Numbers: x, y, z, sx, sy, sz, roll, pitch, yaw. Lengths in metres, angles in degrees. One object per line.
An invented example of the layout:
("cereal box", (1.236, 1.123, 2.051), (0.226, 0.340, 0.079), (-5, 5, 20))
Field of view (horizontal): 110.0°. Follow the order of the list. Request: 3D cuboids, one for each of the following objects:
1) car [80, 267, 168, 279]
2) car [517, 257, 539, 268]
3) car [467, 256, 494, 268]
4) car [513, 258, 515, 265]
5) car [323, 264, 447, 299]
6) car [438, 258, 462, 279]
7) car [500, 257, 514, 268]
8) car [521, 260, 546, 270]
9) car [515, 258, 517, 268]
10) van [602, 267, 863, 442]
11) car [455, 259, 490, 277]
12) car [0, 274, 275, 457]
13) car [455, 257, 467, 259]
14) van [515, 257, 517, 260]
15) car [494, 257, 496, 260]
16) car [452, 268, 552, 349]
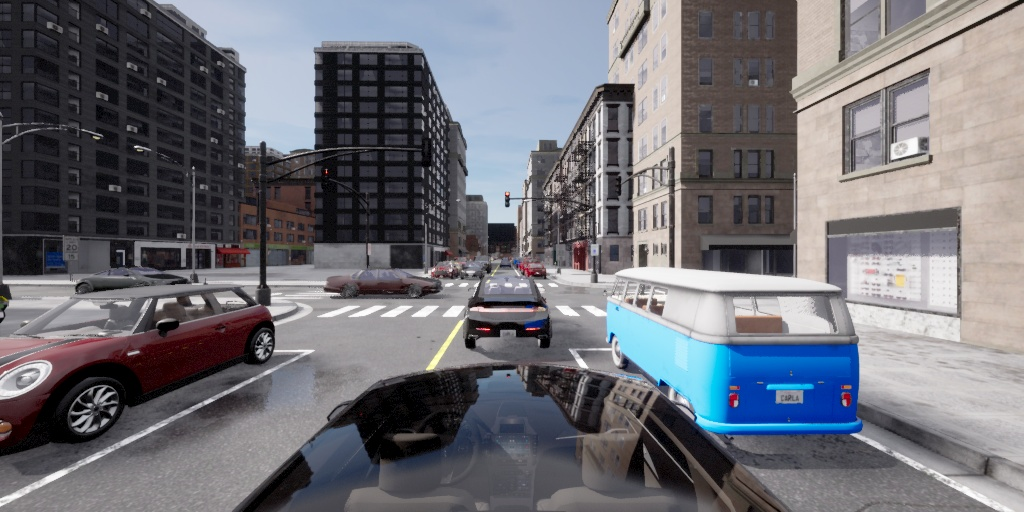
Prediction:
("car", (-17.863, 1.226, 17.084), (4.181, 1.385, 1.994), (0, 0, -1))
("car", (1.979, 1.065, 37.516), (2.192, 1.841, 5.009), (0, 0, -1))
("car", (-3.581, 0.971, 41.768), (2.150, 2.045, 5.566), (0, 0, 0))
("car", (1.573, 1.312, 59.151), (1.948, 1.339, 4.313), (0, 0, -1))
("car", (-6.111, 1.275, 17.317), (5.357, 1.411, 2.033), (0, 0, -1))
("car", (-5.943, 1.190, 31.957), (1.967, 1.591, 4.097), (0, 0, -1))
("car", (-1.124, 1.309, 62.268), (1.994, 1.385, 4.181), (0, 0, -1))
("car", (2.081, 1.295, 32.108), (1.888, 1.381, 4.507), (0, 0, -1))
("car", (1.776, 1.294, 48.334), (1.888, 1.381, 4.507), (0, 0, -1))
("van", (2.585, 1.091, 5.233), (1.690, 1.789, 3.998), (0, 0, -1))
("car", (-3.392, 1.242, 31.606), (2.128, 1.511, 4.902), (0, 0, -1))
("car", (-5.439, 1.190, 5.082), (1.967, 1.591, 4.097), (0, 0, -1))
("car", (-6.146, 1.065, 42.774), (2.192, 1.841, 5.009), (0, 0, -1))
("van", (1.674, 1.089, 53.743), (1.690, 1.789, 3.998), (0, 0, -1))
("car", (-3.776, 1.296, 52.170), (2.033, 1.411, 5.357), (0, 0, -1))
("car", (-0.125, 1.242, 9.167), (2.128, 1.511, 4.902), (0, 0, -1))
